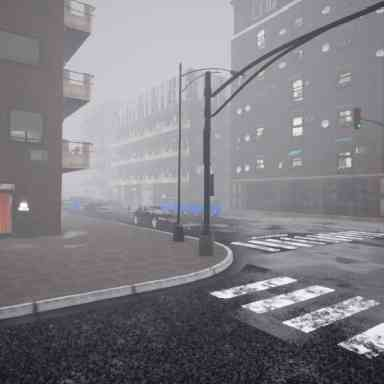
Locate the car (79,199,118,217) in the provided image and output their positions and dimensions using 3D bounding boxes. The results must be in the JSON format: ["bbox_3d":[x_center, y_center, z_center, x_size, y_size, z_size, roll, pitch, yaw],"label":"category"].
[{"bbox_3d":[-8.727,1.592,30.839,1.802,1.307,4.206,1,-1,-35],"label":"car"}]

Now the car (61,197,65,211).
[{"bbox_3d":[-15.080,1.581,40.048,2.008,1.369,4.403,1,-1,-35],"label":"car"}]

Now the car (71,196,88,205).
[{"bbox_3d":[-21.301,1.606,62.943,1.967,1.590,4.097,1,-1,-35],"label":"car"}]

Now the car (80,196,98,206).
[{"bbox_3d":[-18.124,1.597,58.338,1.967,1.590,4.097,1,-1,-35],"label":"car"}]

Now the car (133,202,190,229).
[{"bbox_3d":[-2.373,1.540,21.629,2.008,1.369,4.403,1,-1,-35],"label":"car"}]

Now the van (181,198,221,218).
[{"bbox_3d":[0.938,1.439,30.710,1.690,1.788,3.998,1,-1,-35],"label":"van"}]

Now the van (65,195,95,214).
[{"bbox_3d":[-11.902,1.361,35.445,1.690,1.788,3.998,1,-1,-35],"label":"van"}]

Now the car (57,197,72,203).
[{"bbox_3d":[-27.655,1.727,72.152,1.887,1.381,4.507,1,-1,-35],"label":"car"}]

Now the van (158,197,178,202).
[{"bbox_3d":[-2.239,1.450,35.315,1.690,1.788,3.998,1,-1,-35],"label":"van"}]

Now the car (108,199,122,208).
[{"bbox_3d":[-11.771,1.683,49.128,1.887,1.381,4.507,1,-1,-35],"label":"car"}]

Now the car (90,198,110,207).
[{"bbox_3d":[-14.948,1.730,53.732,1.802,1.307,4.206,1,-1,-35],"label":"car"}]

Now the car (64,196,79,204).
[{"bbox_3d":[-24.477,1.614,67.548,1.967,1.590,4.097,1,-1,-35],"label":"car"}]
